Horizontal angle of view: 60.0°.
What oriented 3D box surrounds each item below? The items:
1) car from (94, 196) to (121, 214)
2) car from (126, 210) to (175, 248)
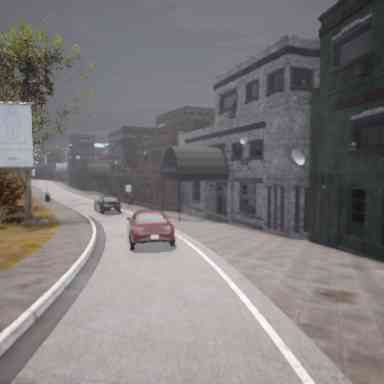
[{"bbox_3d":[-8.082,1.162,31.565,1.837,1.490,4.892,-2,3,-26],"label":"car"},{"bbox_3d":[-1.904,1.518,14.751,1.812,1.442,4.674,-1,0,-13],"label":"car"}]
